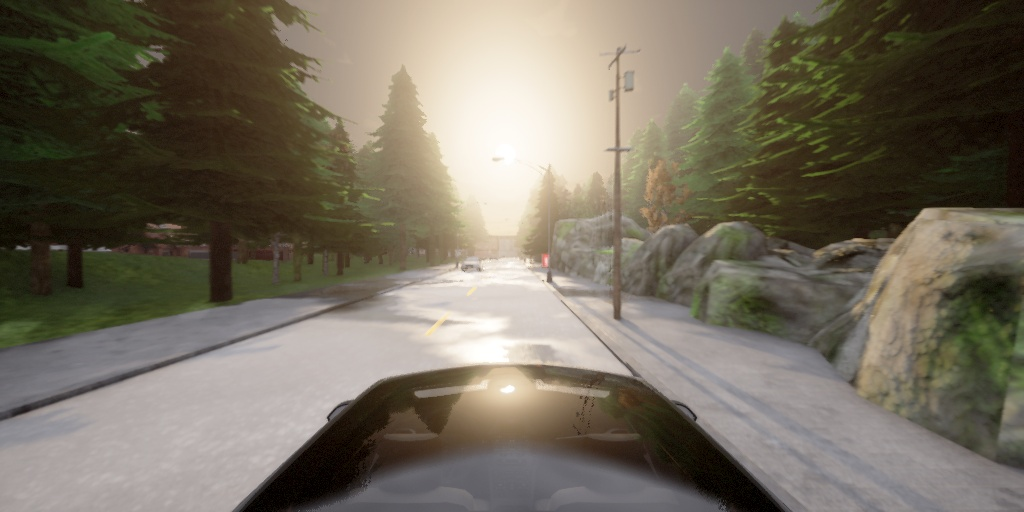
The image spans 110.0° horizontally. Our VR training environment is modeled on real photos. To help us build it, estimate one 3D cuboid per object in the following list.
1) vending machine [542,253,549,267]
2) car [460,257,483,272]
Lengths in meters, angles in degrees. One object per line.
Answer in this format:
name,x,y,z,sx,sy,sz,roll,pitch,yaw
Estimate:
vending machine,4.307,0.610,45.652,1.100,2.100,0.880,0,0,0
car,-4.075,0.831,36.850,1.812,1.442,4.674,0,1,0
